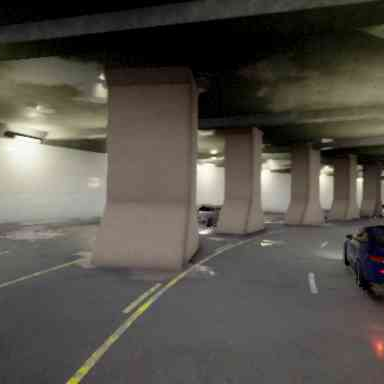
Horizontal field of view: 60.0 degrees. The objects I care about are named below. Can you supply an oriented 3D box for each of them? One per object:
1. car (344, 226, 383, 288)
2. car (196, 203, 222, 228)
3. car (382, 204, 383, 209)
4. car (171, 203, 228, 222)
[{"bbox_3d":[5.361,1.646,9.112,1.812,1.442,4.674,0,0,18],"label":"car"},{"bbox_3d":[1.426,1.654,23.803,1.812,1.442,4.674,1,0,36],"label":"car"},{"bbox_3d":[32.076,2.316,54.006,4.718,1.301,1.895,1,0,-27],"label":"car"},{"bbox_3d":[0.797,1.689,28.845,2.033,1.411,5.357,1,0,39],"label":"car"}]
